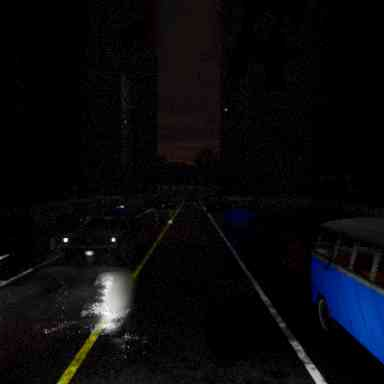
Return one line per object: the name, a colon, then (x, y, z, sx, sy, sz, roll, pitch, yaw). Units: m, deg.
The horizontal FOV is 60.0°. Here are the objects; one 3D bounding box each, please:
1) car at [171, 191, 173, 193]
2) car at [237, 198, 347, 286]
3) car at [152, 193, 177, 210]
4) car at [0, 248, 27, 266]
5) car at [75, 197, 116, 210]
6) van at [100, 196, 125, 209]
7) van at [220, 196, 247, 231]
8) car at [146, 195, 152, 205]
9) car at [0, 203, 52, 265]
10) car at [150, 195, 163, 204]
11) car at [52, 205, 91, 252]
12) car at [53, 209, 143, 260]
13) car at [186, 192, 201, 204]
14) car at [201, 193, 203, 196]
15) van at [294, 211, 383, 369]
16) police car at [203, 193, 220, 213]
car: (-5.758, 0.984, 70.628, 1.947, 1.339, 4.313, -1, 1, 0)
car: (2.777, 1.245, 9.164, 2.192, 1.841, 5.009, -1, 0, 0)
car: (-3.085, 1.212, 37.815, 1.837, 1.490, 4.892, 0, 0, 0)
car: (-3.093, 1.479, 1.582, 2.128, 1.511, 4.902, 0, 0, 0)
car: (-5.770, 1.301, 18.145, 1.967, 1.590, 4.097, -1, 0, 0)
van: (-5.771, 1.164, 23.030, 1.690, 1.788, 3.998, -1, 0, 0)
van: (2.791, 1.193, 19.339, 1.690, 1.788, 3.998, -1, 0, 0)
car: (-5.763, 1.158, 49.117, 1.887, 1.381, 4.507, -1, 0, 0)
car: (-5.774, 1.251, 8.372, 2.192, 1.841, 5.009, -1, 0, 0)
car: (-5.762, 1.149, 54.494, 1.802, 1.307, 4.206, -1, 0, 0)
car: (-5.770, 1.443, 13.260, 1.887, 1.381, 4.507, -1, 0, 0)
car: (-3.064, 1.508, 12.149, 1.895, 1.301, 4.718, 0, 0, 0)
car: (0.012, 1.152, 53.252, 1.994, 1.385, 4.181, 0, 0, 0)
car: (2.763, 1.174, 49.815, 1.947, 1.339, 4.313, -1, 0, 0)
van: (2.770, 1.310, 4.077, 1.690, 1.788, 3.998, -1, 0, 0)
police car: (2.373, 1.168, 33.228, 1.930, 1.638, 5.238, 0, 0, 0)
